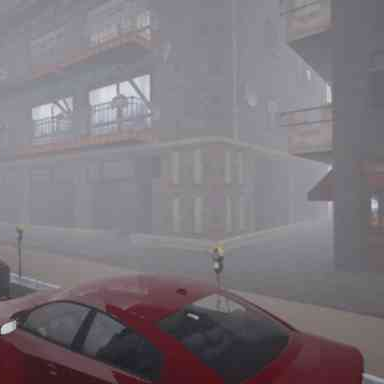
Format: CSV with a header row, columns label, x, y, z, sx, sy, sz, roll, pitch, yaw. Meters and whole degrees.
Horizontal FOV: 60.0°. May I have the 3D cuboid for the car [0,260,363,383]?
label,x,y,z,sx,sy,sz,roll,pitch,yaw
car,-0.706,1.541,3.391,4.507,1.381,1.887,0,-1,36
